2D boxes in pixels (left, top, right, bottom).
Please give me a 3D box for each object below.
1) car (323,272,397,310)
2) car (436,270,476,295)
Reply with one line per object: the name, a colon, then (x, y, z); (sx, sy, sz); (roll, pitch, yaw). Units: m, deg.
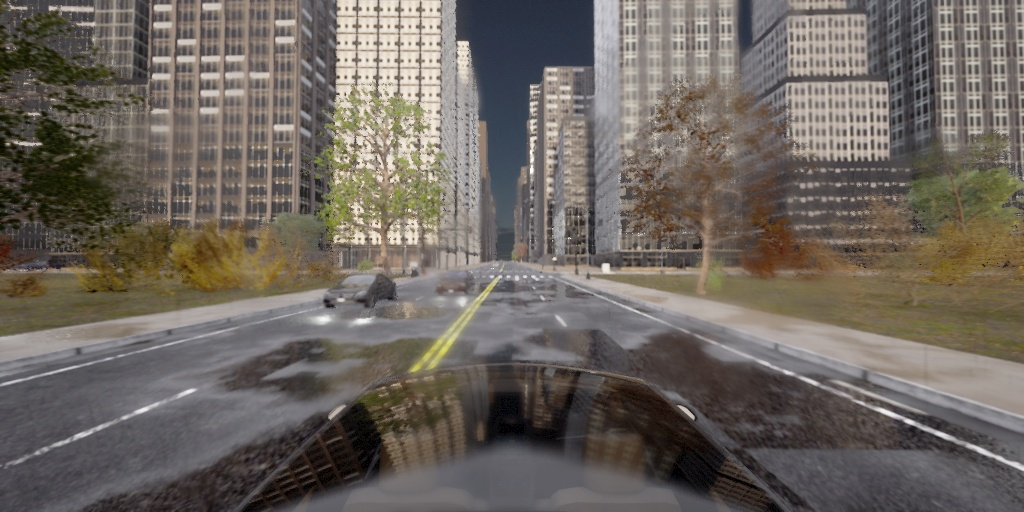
car: (-6.602, 1.475, 16.162); (1.812, 1.442, 4.674); (0, -1, 0)
car: (-3.352, 1.581, 22.380); (2.033, 1.411, 5.357); (0, -1, 0)
